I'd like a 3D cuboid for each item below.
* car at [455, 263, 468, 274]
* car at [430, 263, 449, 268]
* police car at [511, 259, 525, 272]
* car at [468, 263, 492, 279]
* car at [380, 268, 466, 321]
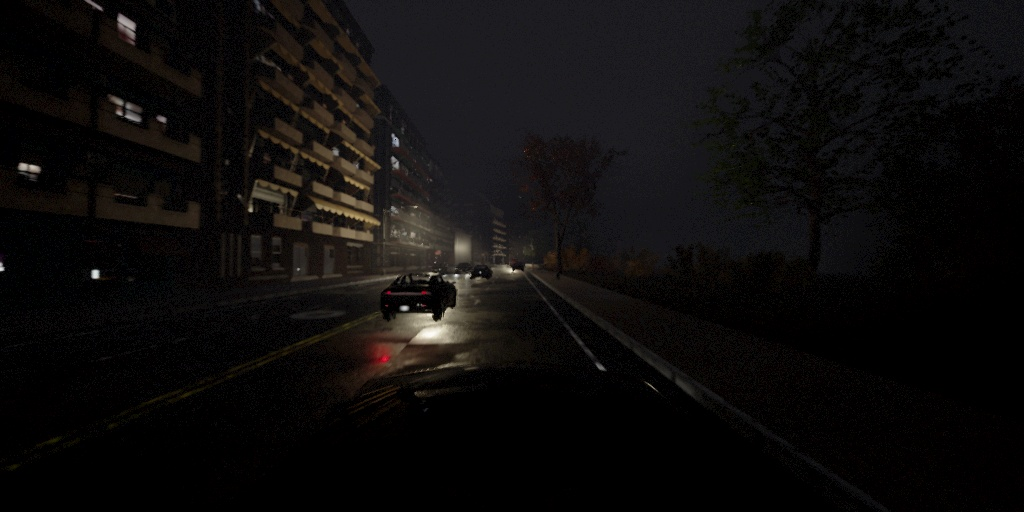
[{"bbox_3d":[-6.569,1.671,48.780,1.837,1.490,4.892,0,-1,0],"label":"car"},{"bbox_3d":[-9.818,1.669,48.687,1.837,1.490,4.892,0,-1,0],"label":"car"},{"bbox_3d":[0.968,1.670,57.303,1.930,1.638,5.238,0,-1,0],"label":"police car"},{"bbox_3d":[-3.157,1.631,37.751,1.994,1.385,4.181,0,0,0],"label":"car"},{"bbox_3d":[-3.151,1.339,12.942,2.128,1.511,4.902,0,0,0],"label":"car"}]
